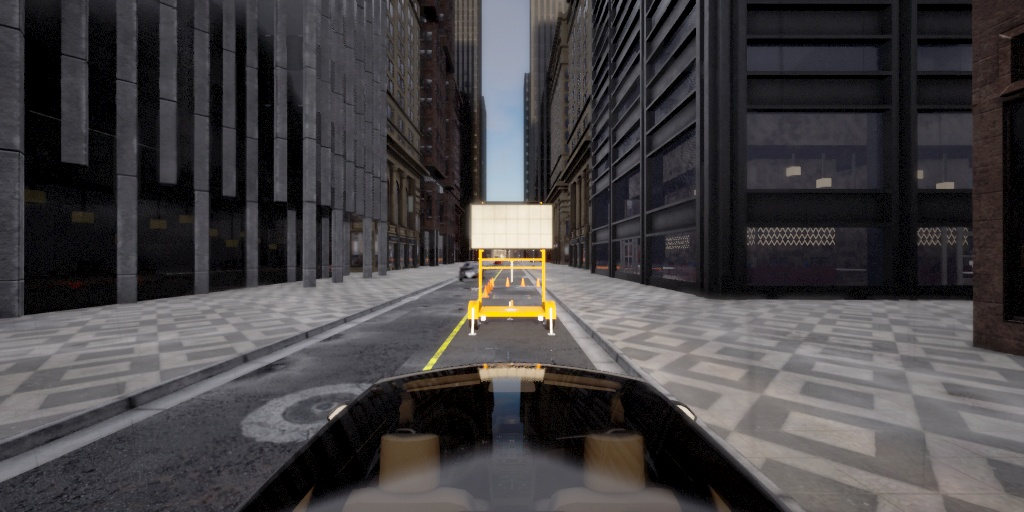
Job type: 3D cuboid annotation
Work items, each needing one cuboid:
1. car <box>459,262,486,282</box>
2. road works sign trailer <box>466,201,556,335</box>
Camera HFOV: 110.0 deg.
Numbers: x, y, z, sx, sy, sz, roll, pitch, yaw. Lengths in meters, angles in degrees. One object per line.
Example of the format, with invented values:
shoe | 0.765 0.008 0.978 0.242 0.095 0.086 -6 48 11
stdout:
car | -3.112 1.246 28.914 2.128 1.511 4.902 0 0 0
road works sign trailer | -0.001 0.215 10.480 2.380 3.560 2.880 0 0 0
